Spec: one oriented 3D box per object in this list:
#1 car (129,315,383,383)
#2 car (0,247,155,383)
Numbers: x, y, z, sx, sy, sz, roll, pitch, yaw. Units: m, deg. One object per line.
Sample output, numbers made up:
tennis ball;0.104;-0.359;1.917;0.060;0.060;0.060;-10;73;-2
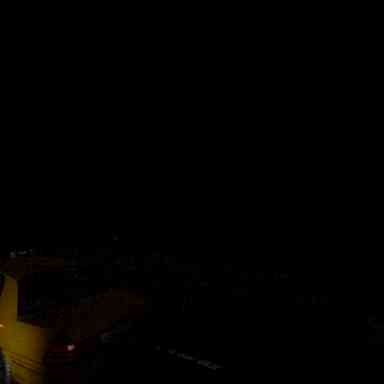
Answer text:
car;1.990;1.551;1.672;4.403;1.369;2.008;0;1;35
car;-2.697;1.524;5.012;4.829;1.417;1.752;0;1;35
